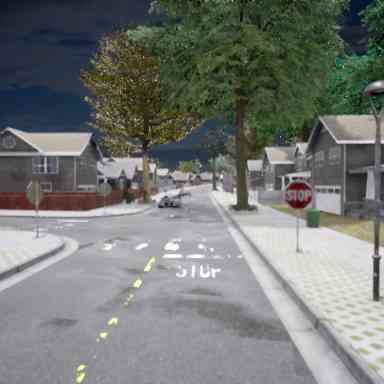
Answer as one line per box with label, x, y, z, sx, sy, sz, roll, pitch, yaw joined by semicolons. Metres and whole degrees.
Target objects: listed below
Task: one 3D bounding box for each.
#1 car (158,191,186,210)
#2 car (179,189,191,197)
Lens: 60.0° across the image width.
car;-1.901;0.866;30.158;1.994;1.385;4.181;0;2;2
car;-1.135;0.142;54.998;1.994;1.385;4.181;0;2;2
